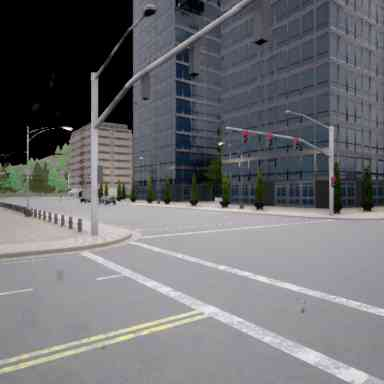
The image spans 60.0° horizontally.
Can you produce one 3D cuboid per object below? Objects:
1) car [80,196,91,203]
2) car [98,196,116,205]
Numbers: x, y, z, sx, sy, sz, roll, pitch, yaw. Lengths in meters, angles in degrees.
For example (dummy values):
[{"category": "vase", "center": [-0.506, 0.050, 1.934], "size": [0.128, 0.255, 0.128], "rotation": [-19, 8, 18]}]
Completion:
[{"category": "car", "center": [-20.626, 1.492, 65.703], "size": [2.033, 1.411, 5.357], "rotation": [0, 0, -33]}, {"category": "car", "center": [-14.661, 1.449, 57.188], "size": [1.837, 1.490, 4.892], "rotation": [0, 0, -35]}]
